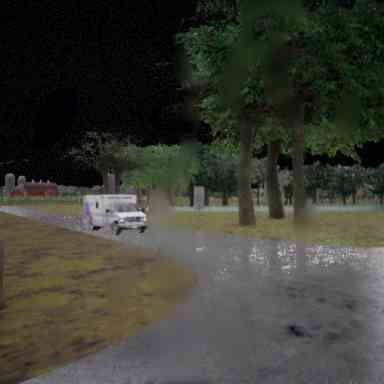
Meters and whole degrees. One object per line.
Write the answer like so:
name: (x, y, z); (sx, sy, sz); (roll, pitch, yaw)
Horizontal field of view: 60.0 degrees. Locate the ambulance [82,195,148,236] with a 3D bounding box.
ambulance: (-5.174, 1.402, 22.044); (2.351, 2.431, 6.366); (1, -1, -35)
